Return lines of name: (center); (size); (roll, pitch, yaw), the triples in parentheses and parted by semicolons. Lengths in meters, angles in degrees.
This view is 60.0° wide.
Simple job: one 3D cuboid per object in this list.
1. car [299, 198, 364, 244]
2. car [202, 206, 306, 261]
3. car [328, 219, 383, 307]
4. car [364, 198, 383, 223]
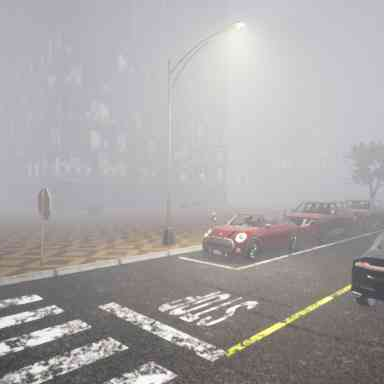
car: (6.231, 1.325, 16.271); (5.009, 1.841, 2.192); (0, 0, -45)
car: (2.234, 1.448, 12.283); (4.097, 1.590, 1.967); (0, 0, -45)
car: (4.990, 1.495, 7.003); (4.902, 1.511, 2.128); (0, 0, -45)
car: (10.227, 1.327, 20.261); (5.009, 1.841, 2.192); (0, 0, -45)
